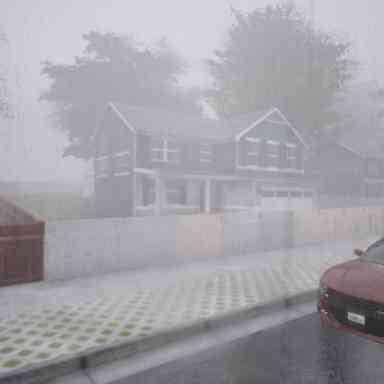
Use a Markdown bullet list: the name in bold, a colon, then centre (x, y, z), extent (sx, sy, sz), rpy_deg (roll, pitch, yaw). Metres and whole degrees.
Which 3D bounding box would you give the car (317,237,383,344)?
- **car**: centre (4.353, 1.502, 6.160), extent (5.008, 1.535, 1.882), rpy_deg (0, 0, -36)
